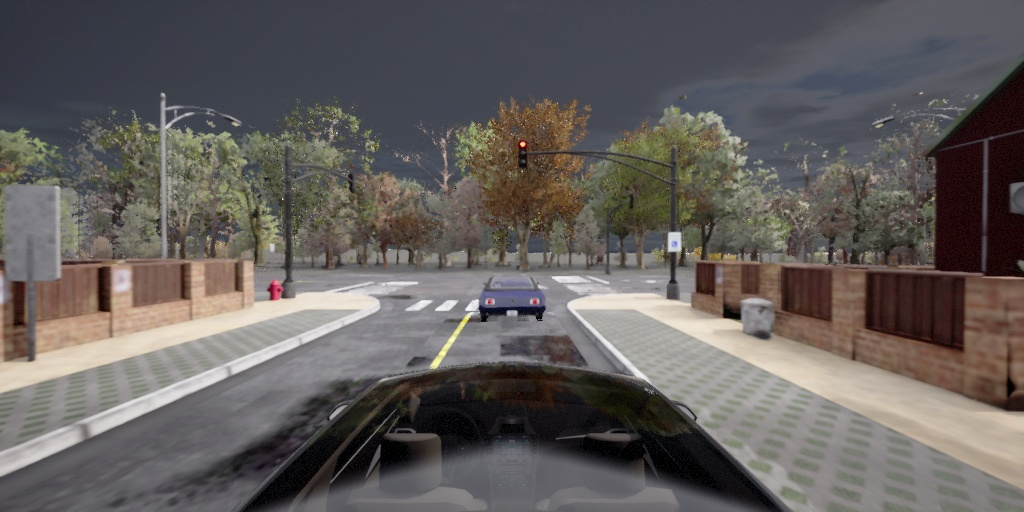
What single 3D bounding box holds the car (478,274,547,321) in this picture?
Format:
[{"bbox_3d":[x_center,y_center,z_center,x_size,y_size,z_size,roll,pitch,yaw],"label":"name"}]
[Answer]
[{"bbox_3d":[-0.038,1.239,11.917,1.895,1.301,4.718,0,1,-1],"label":"car"}]
